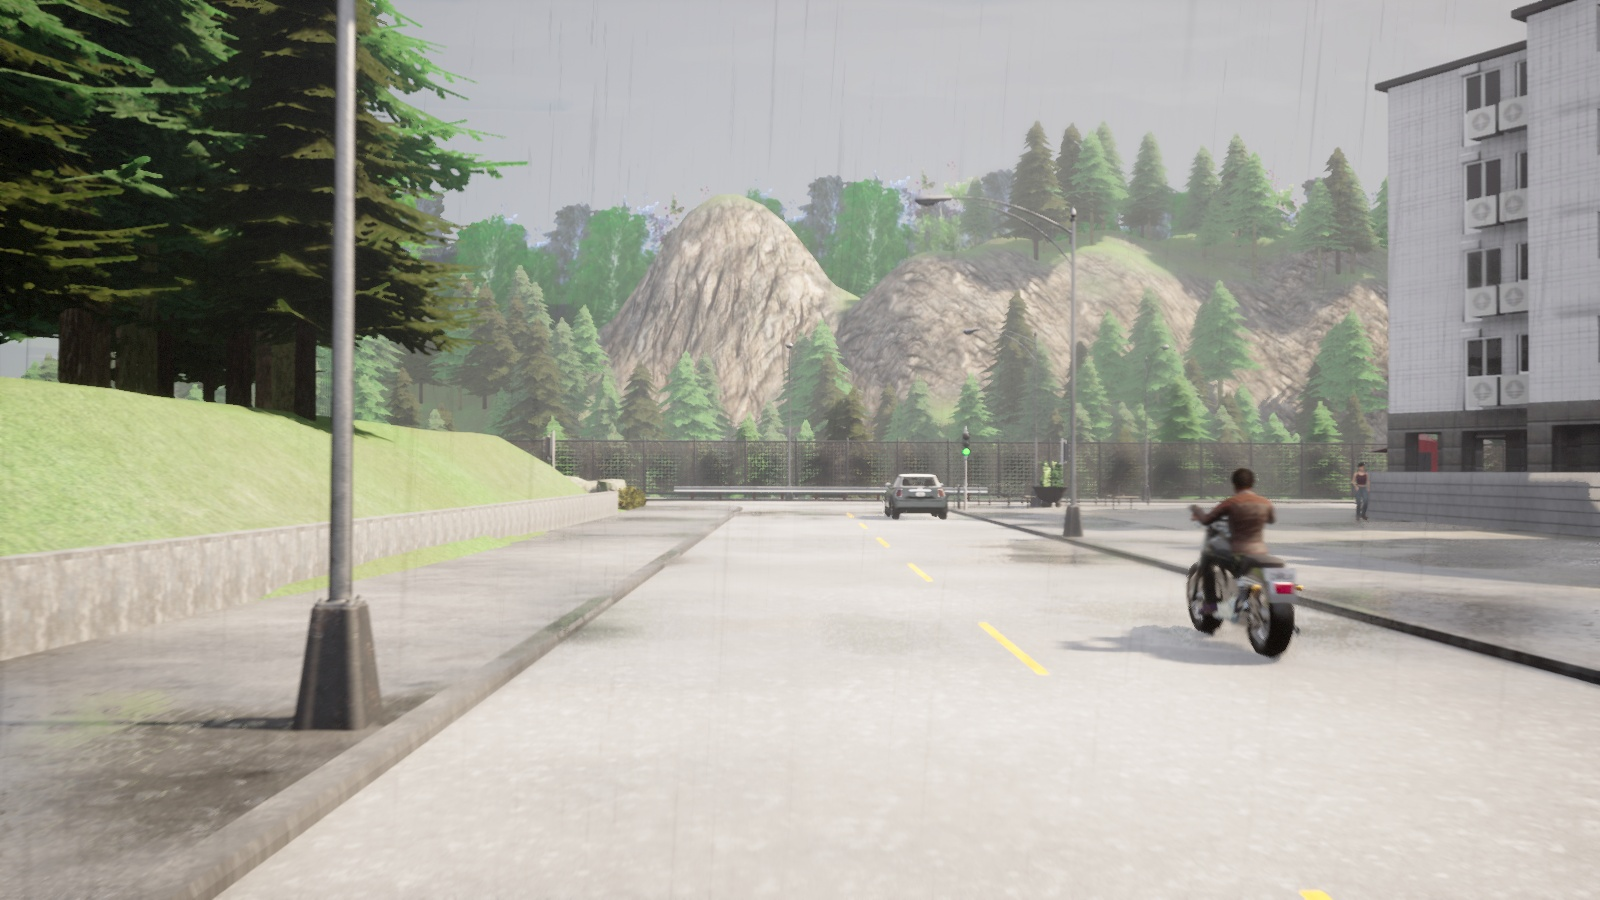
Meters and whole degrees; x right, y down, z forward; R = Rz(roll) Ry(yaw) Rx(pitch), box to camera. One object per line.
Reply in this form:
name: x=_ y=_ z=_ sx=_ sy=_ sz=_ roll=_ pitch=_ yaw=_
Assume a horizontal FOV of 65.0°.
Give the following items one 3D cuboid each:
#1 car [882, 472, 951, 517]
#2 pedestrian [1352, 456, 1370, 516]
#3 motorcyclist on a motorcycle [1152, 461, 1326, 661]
car: x=3.902 y=1.479 z=42.673 sx=1.970 sy=1.475 sz=3.806 roll=0 pitch=-1 yaw=0
pedestrian: x=17.337 y=1.105 z=38.811 sx=0.345 sy=1.836 sz=0.594 roll=0 pitch=-1 yaw=9
motorcyclist on a motorcycle: x=3.974 y=0.943 z=11.604 sx=0.766 sy=1.649 sz=2.350 roll=0 pitch=-1 yaw=0
